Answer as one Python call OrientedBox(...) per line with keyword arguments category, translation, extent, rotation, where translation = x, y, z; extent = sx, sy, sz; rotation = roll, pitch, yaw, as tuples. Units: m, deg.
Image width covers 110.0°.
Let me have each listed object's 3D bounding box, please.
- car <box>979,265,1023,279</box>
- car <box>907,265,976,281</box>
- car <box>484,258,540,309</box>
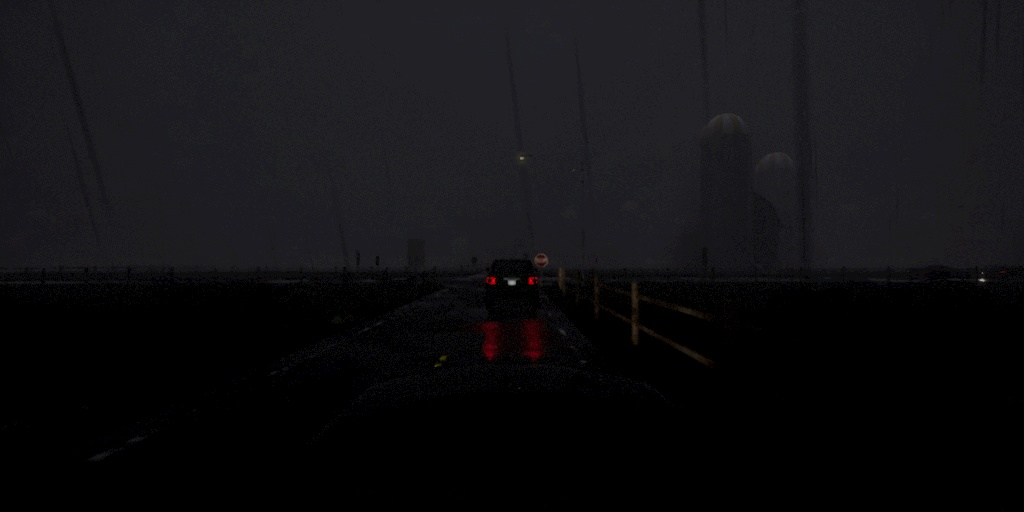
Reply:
OrientedBox(category="car", translation=(48.979, 1.565, 36.045), extent=(5.357, 1.411, 2.033), rotation=(0, 0, 0))
OrientedBox(category="car", translation=(39.615, 1.543, 33.307), extent=(4.674, 1.442, 1.812), rotation=(0, 0, 0))
OrientedBox(category="car", translation=(0.002, 1.101, 15.868), extent=(2.150, 2.045, 5.566), rotation=(0, 0, 0))
